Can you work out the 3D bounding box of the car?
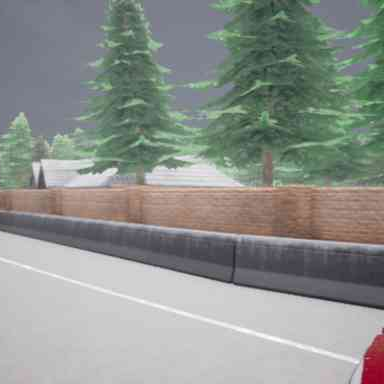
[{"bbox_3d":[3.349,1.609,1.647,4.718,1.301,1.895,0,0,35],"label":"car"}]
